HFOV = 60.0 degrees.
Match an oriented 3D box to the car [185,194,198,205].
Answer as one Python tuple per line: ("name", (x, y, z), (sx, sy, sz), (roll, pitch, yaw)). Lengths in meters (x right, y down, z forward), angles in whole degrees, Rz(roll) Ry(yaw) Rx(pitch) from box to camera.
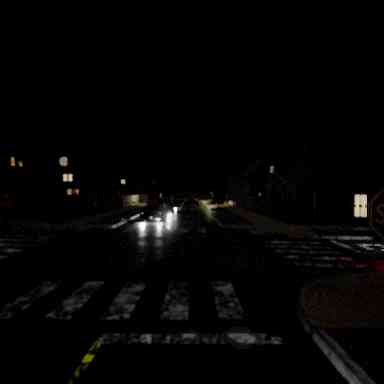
("car", (-0.067, 1.355, 52.843), (1.994, 1.385, 4.181), (0, 0, 0))

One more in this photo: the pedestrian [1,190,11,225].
("pedestrian", (-9.738, 0.803, 17.419), (0.375, 1.860, 0.375), (0, 0, 1))

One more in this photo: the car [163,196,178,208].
("car", (-2.984, 1.344, 46.792), (1.812, 1.442, 4.674), (0, 0, 0))

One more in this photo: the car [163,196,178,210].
("car", (-2.960, 1.353, 36.710), (2.128, 1.511, 4.902), (0, 0, 0))

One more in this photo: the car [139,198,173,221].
("car", (-2.941, 1.448, 26.696), (2.033, 1.411, 5.357), (0, 0, 0))

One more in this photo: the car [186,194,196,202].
("car", (-0.209, 1.210, 66.640), (1.882, 1.535, 5.008), (0, 0, 0))
